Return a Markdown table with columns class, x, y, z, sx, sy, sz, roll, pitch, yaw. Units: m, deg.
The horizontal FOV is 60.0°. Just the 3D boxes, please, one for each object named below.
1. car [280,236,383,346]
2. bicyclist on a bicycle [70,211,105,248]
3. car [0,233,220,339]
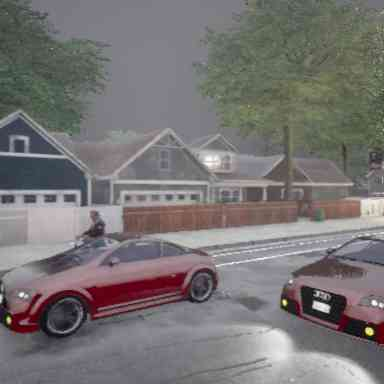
| class | x | y | z | sx | sy | sz | roll | pitch | yaw |
| --- | --- | --- | --- | --- | --- | --- | --- | --- | --- |
| car | 3.600 | 1.557 | 6.187 | 4.181 | 1.385 | 1.994 | 0 | 0 | -35 |
| bicyclist on a bicycle | -2.637 | 1.361 | 8.398 | 1.843 | 1.776 | 0.659 | 0 | 0 | -35 |
| car | -1.482 | 1.557 | 6.592 | 4.181 | 1.385 | 1.994 | 0 | 0 | -35 |
